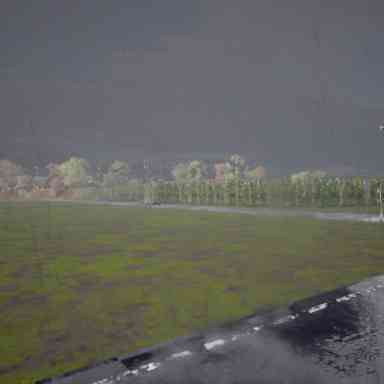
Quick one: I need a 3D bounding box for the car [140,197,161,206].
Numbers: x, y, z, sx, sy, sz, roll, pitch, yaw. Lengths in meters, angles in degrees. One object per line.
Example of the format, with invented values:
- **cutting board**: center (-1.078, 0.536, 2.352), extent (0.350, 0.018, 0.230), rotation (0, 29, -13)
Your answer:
- **car**: center (-6.938, 1.603, 55.476), extent (1.994, 1.385, 4.181), rotation (-1, 0, -36)
